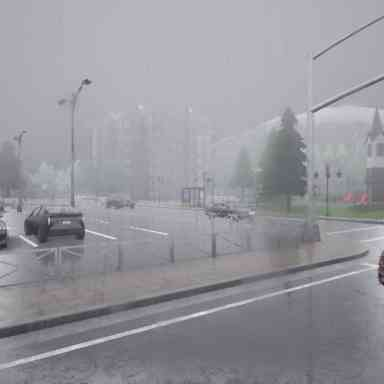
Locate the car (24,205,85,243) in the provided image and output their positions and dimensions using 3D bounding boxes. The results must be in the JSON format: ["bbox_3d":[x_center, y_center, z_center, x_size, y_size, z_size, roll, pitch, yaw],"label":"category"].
[{"bbox_3d":[-6.372,1.340,15.306,2.007,1.523,4.514,0,0,-36],"label":"car"}]

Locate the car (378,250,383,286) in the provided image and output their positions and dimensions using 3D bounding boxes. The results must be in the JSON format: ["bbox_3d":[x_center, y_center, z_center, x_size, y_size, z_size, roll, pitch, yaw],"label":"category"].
[{"bbox_3d":[6.477,1.478,8.120,5.008,1.535,1.882,0,1,-36],"label":"car"}]

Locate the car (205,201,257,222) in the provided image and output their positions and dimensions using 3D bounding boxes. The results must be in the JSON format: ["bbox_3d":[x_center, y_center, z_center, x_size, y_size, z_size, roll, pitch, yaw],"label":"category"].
[{"bbox_3d":[3.010,1.491,26.343,2.128,1.511,4.902,0,0,-36],"label":"car"}]

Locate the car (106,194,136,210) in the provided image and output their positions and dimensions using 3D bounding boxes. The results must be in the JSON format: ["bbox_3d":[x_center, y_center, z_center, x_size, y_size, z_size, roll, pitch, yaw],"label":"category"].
[{"bbox_3d":[-9.378,1.224,43.221,2.150,2.045,5.566,0,0,-36],"label":"car"}]

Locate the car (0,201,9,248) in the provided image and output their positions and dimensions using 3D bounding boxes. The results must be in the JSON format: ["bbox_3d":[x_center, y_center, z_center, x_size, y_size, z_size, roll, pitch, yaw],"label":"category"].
[{"bbox_3d":[-8.884,1.331,13.426,2.152,1.636,5.027,0,0,-36],"label":"car"}]
